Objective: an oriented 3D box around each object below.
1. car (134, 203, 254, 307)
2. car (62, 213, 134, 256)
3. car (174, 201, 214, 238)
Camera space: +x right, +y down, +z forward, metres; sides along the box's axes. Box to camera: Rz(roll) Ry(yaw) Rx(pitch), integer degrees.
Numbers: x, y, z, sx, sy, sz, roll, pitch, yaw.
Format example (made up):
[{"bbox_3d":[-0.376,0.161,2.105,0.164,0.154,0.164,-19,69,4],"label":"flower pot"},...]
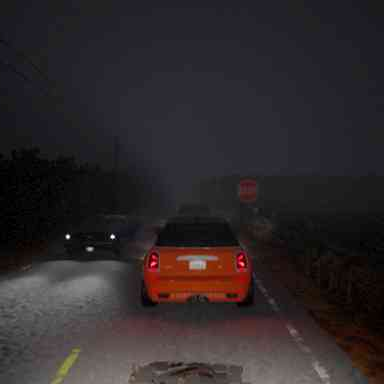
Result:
[{"bbox_3d":[0.101,1.292,8.008,2.097,1.767,4.553,0,0,0],"label":"car"},{"bbox_3d":[-3.258,1.505,12.850,1.895,1.301,4.718,0,0,0],"label":"car"},{"bbox_3d":[0.093,1.344,17.937,1.882,1.535,5.008,0,0,0],"label":"car"}]
